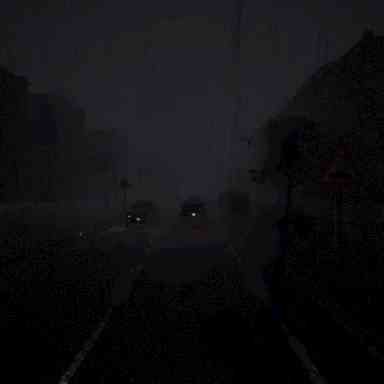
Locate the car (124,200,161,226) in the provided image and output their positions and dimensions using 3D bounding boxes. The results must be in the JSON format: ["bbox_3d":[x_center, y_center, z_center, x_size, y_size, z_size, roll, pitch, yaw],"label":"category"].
[{"bbox_3d":[-3.086,1.303,21.551,1.837,1.490,4.892,0,1,0],"label":"car"}]

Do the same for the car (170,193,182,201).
[{"bbox_3d":[-2.993,0.916,62.551,2.128,1.511,4.902,0,0,1],"label":"car"}]

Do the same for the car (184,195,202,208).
[{"bbox_3d":[0.125,1.132,41.669,2.033,1.411,5.357,0,1,0],"label":"car"}]

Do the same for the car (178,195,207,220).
[{"bbox_3d":[0.109,1.262,25.468,1.837,1.490,4.892,0,1,0],"label":"car"}]
